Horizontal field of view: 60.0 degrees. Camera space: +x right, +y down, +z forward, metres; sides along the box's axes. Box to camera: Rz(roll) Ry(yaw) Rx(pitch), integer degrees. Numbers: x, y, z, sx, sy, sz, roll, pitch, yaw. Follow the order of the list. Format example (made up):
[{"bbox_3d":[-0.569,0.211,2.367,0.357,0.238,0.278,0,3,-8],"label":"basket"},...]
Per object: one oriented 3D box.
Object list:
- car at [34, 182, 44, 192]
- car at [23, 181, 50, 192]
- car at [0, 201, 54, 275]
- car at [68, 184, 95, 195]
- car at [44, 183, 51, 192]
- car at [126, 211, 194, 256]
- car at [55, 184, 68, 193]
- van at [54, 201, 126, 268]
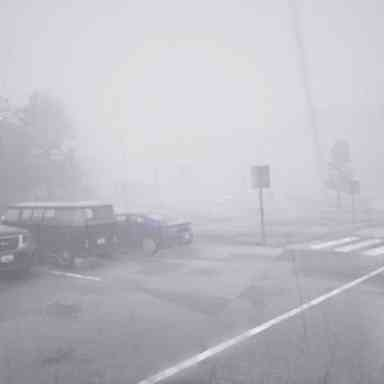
[{"bbox_3d":[-25.678,-0.831,59.498,2.097,1.535,5.008,0,6,8],"label":"car"},{"bbox_3d":[-28.310,-1.052,60.806,2.185,1.767,4.553,0,6,8],"label":"car"},{"bbox_3d":[-6.833,1.300,9.322,5.566,2.045,2.435,-1,-1,29],"label":"car"},{"bbox_3d":[-17.894,-0.475,55.251,2.163,1.488,4.792,0,6,10],"label":"car"},{"bbox_3d":[-23.076,-0.686,58.116,2.002,1.452,4.674,0,6,9],"label":"car"},{"bbox_3d":[-2.321,1.510,13.253,5.008,1.535,2.097,-1,0,29],"label":"car"},{"bbox_3d":[-20.471,-0.619,56.715,2.231,1.521,4.892,0,6,9],"label":"car"},{"bbox_3d":[-4.697,1.308,11.350,4.442,1.987,1.878,-1,0,29],"label":"van"}]
